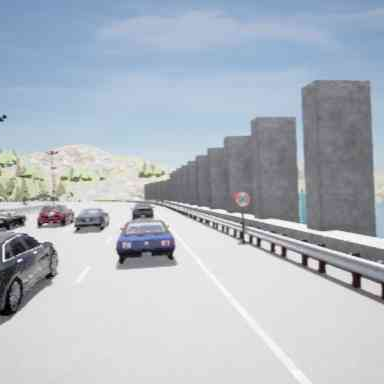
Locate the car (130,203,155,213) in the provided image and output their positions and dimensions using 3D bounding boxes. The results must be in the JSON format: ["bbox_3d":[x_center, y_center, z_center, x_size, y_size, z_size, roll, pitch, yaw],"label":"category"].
[{"bbox_3d":[-4.318,1.706,29.150,1.837,1.490,4.892,-2,0,-9],"label":"car"}]

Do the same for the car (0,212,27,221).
[{"bbox_3d":[-14.381,2.196,25.639,1.895,1.301,4.718,-2,0,-9],"label":"car"}]

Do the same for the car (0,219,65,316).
[{"bbox_3d":[-4.579,1.696,7.774,1.837,1.490,4.892,-2,0,-8],"label":"car"}]

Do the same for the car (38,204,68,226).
[{"bbox_3d":[-11.156,1.822,27.548,2.097,1.767,4.553,-2,0,-9],"label":"car"}]

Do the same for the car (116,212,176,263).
[{"bbox_3d":[-1.758,1.684,12.604,1.895,1.301,4.718,-2,0,-8],"label":"car"}]

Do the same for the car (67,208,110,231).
[{"bbox_3d":[-6.991,1.849,23.527,2.033,1.411,5.357,-2,0,-8],"label":"car"}]
